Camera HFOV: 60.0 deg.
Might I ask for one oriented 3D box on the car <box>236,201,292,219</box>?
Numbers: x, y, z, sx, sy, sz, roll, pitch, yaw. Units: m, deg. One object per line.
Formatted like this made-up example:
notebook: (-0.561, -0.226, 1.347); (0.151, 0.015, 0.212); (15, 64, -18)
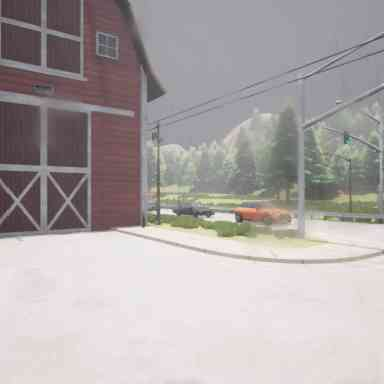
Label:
car: (5.405, 1.524, 25.577); (2.097, 1.767, 4.553); (0, 0, -34)

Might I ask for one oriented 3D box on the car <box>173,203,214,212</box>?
car: (0.026, 1.770, 33.435); (2.033, 1.411, 5.357); (0, 0, -34)

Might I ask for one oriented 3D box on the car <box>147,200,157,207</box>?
car: (-5.594, 1.839, 41.650); (1.994, 1.385, 4.181); (0, 0, -35)

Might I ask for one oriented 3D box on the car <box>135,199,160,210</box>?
car: (-6.640, 1.847, 49.556); (1.812, 1.442, 4.674); (0, 0, -34)
